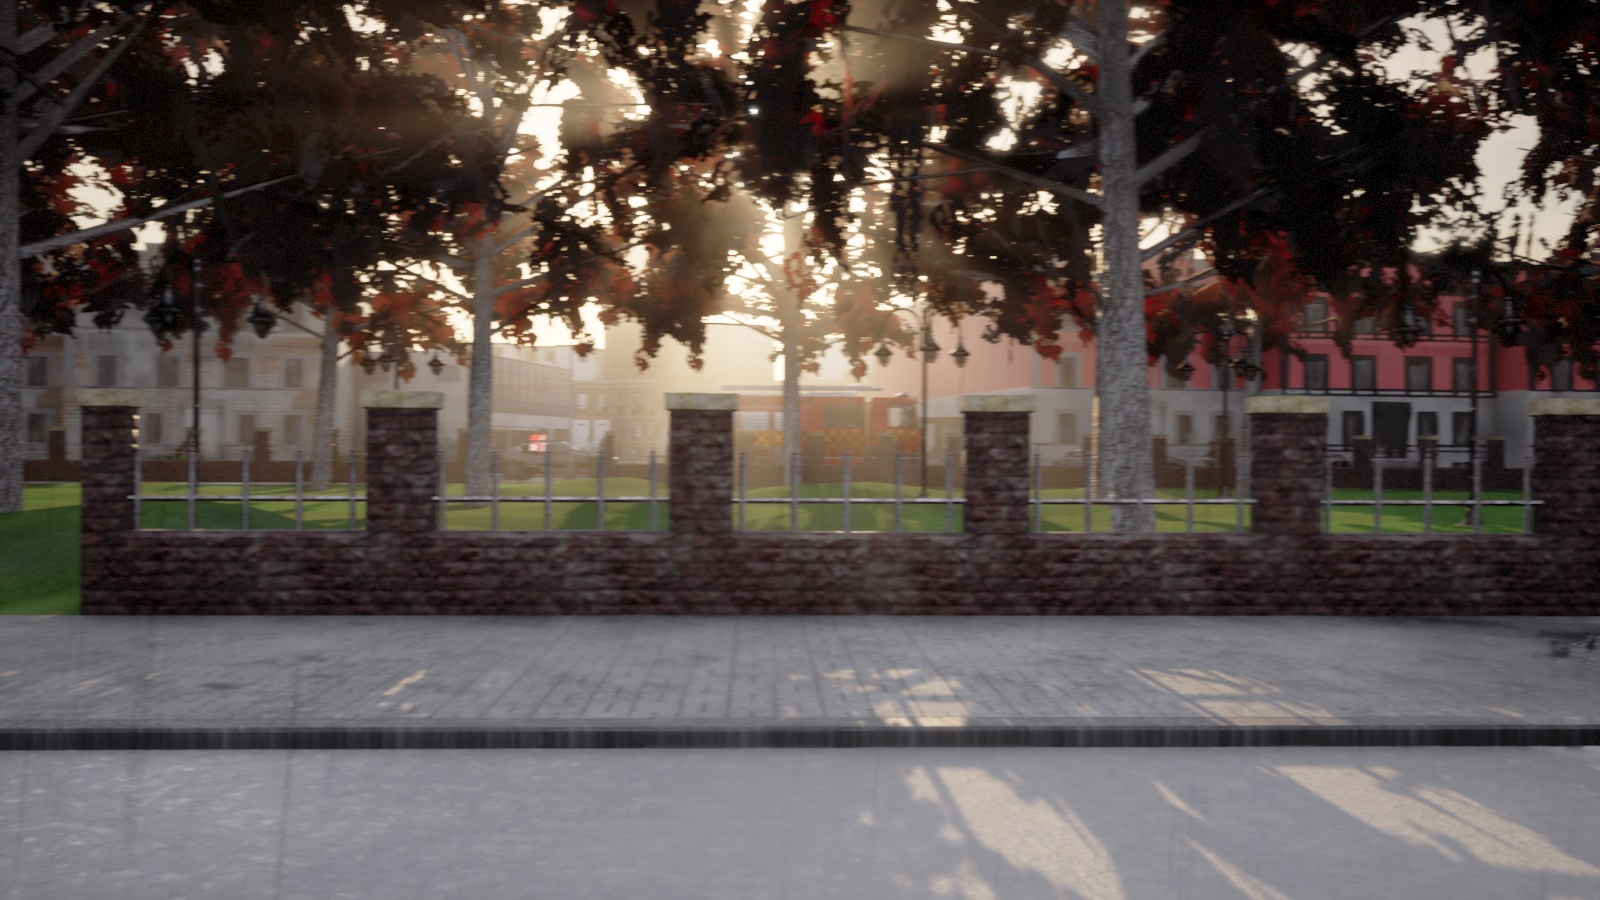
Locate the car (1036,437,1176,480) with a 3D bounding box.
[{"bbox_3d":[12.139,0.333,50.031,5.027,1.651,2.152,0,0,-3],"label":"car"}]

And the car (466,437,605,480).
[{"bbox_3d":[-10.262,0.320,48.981,5.027,1.651,2.152,0,0,-2],"label":"car"}]

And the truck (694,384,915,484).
[{"bbox_3d":[0.116,-0.617,49.463,8.468,3.827,2.891,0,0,-3],"label":"truck"}]
